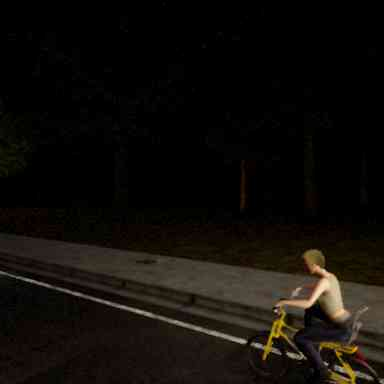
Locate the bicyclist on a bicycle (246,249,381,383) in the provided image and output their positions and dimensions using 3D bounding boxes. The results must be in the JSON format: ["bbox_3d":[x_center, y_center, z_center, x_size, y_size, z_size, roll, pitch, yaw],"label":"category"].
[{"bbox_3d":[1.275,1.438,3.725,1.509,1.612,0.866,0,0,36],"label":"bicyclist on a bicycle"}]
